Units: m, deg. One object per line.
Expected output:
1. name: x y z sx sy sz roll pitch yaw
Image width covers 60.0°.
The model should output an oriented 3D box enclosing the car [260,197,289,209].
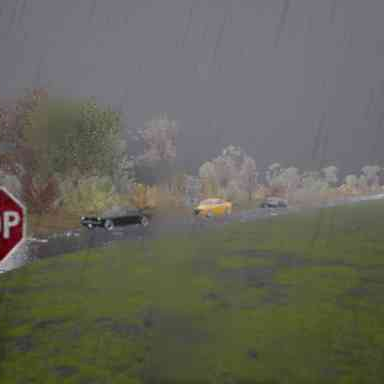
1. car: 10.190 1.317 40.919 2.033 1.411 5.357 0 0 36

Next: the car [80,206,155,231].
1. car: -4.526 1.591 20.750 1.895 1.301 4.718 0 0 36

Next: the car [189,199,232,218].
1. car: 1.673 1.378 29.261 1.882 1.535 5.008 0 1 36
